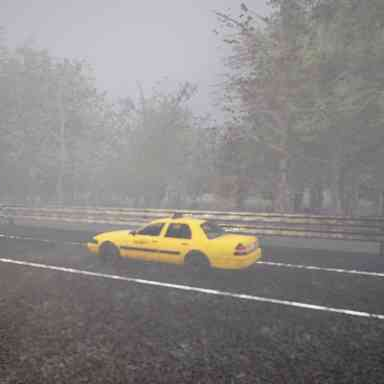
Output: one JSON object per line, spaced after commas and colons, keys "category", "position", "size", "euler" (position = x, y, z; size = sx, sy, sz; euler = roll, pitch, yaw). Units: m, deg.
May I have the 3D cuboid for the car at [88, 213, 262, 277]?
{"category": "car", "position": [-0.681, 1.429, 10.024], "size": [5.366, 1.575, 1.801], "euler": [1, 0, 26]}
